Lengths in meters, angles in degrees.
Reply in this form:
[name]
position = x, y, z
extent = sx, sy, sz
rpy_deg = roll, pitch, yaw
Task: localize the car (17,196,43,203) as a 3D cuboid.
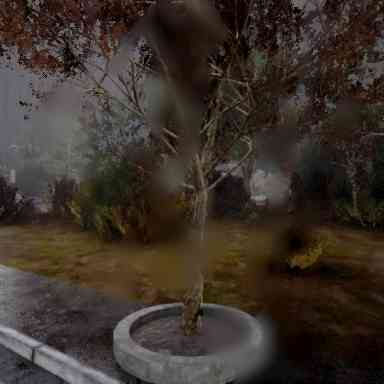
[car]
position = -22.061, 1.217, 44.900
extent = 2.033, 1.411, 5.357
rpy_deg = 1, 0, 32
